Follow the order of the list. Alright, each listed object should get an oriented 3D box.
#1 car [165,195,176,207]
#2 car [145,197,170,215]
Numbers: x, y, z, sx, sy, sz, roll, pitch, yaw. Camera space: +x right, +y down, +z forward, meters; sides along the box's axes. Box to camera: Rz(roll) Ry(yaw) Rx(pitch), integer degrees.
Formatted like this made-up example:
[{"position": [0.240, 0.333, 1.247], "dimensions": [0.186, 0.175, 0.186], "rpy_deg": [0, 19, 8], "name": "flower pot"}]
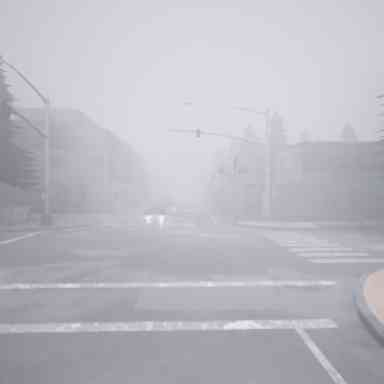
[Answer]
[{"position": [-3.557, 1.336, 51.218], "dimensions": [2.097, 1.767, 4.553], "rpy_deg": [0, 0, 0], "name": "car"}, {"position": [-3.591, 1.554, 33.727], "dimensions": [1.994, 1.385, 4.181], "rpy_deg": [0, 0, 0], "name": "car"}]
